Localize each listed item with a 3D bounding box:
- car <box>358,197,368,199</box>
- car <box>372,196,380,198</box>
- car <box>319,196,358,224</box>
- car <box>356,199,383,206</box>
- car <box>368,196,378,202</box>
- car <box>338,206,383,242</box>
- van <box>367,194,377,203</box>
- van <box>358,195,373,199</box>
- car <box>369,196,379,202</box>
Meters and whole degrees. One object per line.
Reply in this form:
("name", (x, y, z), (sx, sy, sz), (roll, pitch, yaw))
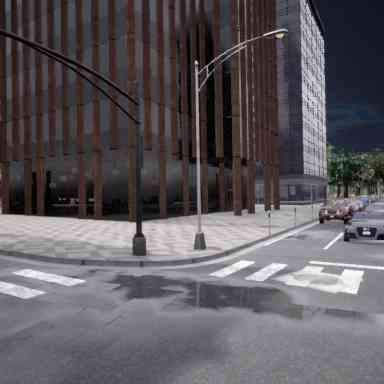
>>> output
("car", (19.429, 1.616, 39.428), (1.752, 1.417, 4.829), (-1, -1, 31))
("car", (23.663, 1.583, 41.122), (2.033, 1.411, 5.357), (-1, -1, 31))
("car", (11.135, 1.403, 25.579), (2.192, 1.841, 5.009), (-1, -1, 31))
("car", (13.225, 1.510, 23.848), (1.882, 1.535, 5.008), (-1, -1, 31))
("car", (41.769, 1.637, 76.754), (1.752, 1.417, 4.829), (-1, -1, 31))
("car", (8.581, 1.596, 16.108), (1.994, 1.385, 4.181), (-1, -1, 31))
("van", (39.061, 1.449, 72.236), (1.690, 1.788, 3.998), (-1, -1, 31))
("van", (25.098, 1.436, 48.908), (1.690, 1.788, 3.998), (-1, -1, 31))
("car", (44.650, 1.681, 81.565), (1.947, 1.339, 4.313), (-1, -1, 31))
